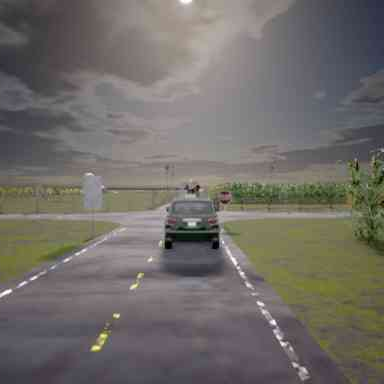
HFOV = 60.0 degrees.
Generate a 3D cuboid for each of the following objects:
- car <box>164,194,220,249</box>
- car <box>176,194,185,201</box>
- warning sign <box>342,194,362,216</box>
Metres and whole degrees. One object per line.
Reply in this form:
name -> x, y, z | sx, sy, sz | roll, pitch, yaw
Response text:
car -> 0.000, 1.252, 14.681 | 2.150, 2.045, 5.566 | 0, 0, 0
car -> -2.750, 1.261, 79.688 | 2.097, 1.767, 4.553 | 0, 0, 0
warning sign -> 14.063, 1.114, 29.353 | 1.060, 1.860, 1.300 | 0, 1, -6
